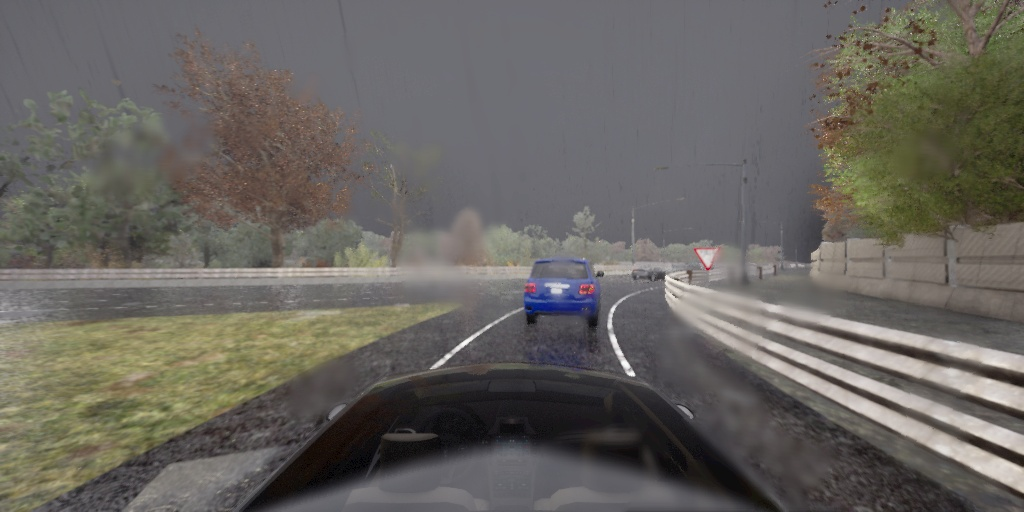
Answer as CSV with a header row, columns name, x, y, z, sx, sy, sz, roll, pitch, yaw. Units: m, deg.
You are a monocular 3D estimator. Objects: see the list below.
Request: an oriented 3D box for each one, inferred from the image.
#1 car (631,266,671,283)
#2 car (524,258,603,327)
name,x,y,z,sx,sy,sz,roll,pitch,yaw
car,12.992,1.629,33.042,4.902,1.511,2.128,1,-1,-38
car,1.915,1.096,12.379,2.150,2.045,5.566,0,-1,14
